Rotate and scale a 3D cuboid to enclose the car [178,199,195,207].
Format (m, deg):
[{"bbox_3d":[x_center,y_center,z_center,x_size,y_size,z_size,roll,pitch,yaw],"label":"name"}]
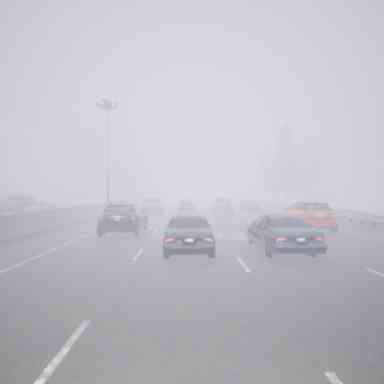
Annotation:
[{"bbox_3d":[-0.583,1.530,37.848,1.812,1.442,4.674,0,0,-2],"label":"car"}]

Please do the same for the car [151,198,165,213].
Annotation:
[{"bbox_3d":[-4.004,1.368,34.588,2.097,1.767,4.553,0,0,-1],"label":"car"}]

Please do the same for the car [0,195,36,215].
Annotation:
[{"bbox_3d":[-18.223,1.291,34.833,2.150,2.045,5.566,0,0,-1],"label":"car"}]

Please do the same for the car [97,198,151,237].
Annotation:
[{"bbox_3d":[-3.711,1.366,18.452,2.097,1.767,4.553,0,0,-1],"label":"car"}]

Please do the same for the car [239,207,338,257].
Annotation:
[{"bbox_3d":[3.377,1.537,12.901,2.033,1.411,5.357,0,0,-1],"label":"car"}]

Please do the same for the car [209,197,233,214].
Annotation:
[{"bbox_3d":[2.995,1.343,34.688,2.097,1.767,4.553,0,0,-1],"label":"car"}]

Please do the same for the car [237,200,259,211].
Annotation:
[{"bbox_3d":[6.404,1.544,38.189,1.994,1.385,4.181,0,0,-2],"label":"car"}]

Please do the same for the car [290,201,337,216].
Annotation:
[{"bbox_3d":[6.770,1.328,19.737,2.097,1.767,4.553,0,0,-1],"label":"car"}]

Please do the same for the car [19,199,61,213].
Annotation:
[{"bbox_3d":[-14.675,1.656,32.834,1.895,1.301,4.718,0,0,-1],"label":"car"}]

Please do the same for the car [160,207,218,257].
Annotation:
[{"bbox_3d":[-0.122,1.549,12.853,2.033,1.411,5.357,0,0,-1],"label":"car"}]
